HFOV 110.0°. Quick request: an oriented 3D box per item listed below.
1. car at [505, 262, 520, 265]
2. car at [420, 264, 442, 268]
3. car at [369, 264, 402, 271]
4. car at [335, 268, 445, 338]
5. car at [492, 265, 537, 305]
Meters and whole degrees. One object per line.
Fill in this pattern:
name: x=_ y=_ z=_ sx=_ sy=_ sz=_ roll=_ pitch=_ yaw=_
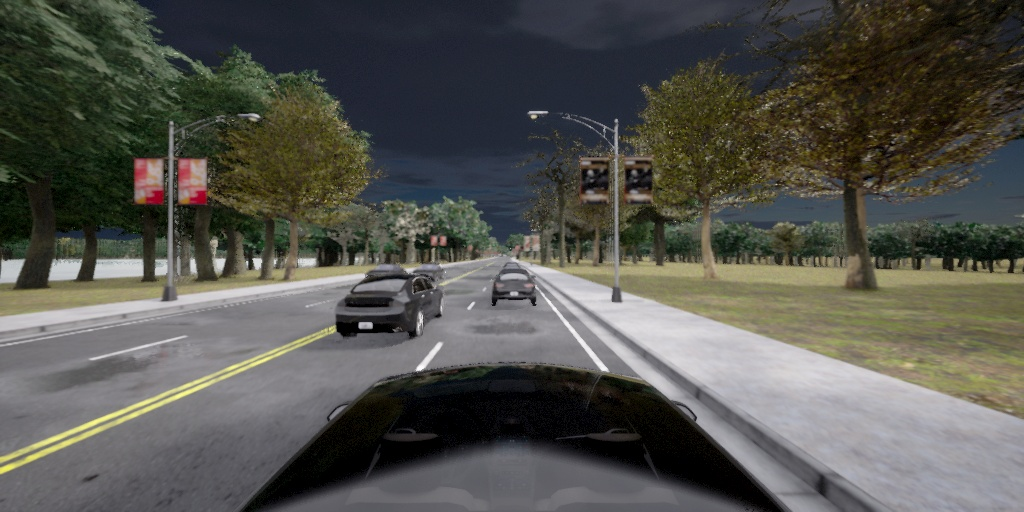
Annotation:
car: x=-0.013 y=1.340 z=36.455 sx=1.994 sy=1.385 sz=4.181 roll=0 pitch=0 yaw=0
car: x=-6.666 y=1.317 z=28.829 sx=2.033 sy=1.411 sz=5.357 roll=0 pitch=0 yaw=0
car: x=-9.913 y=1.317 z=28.506 sx=2.033 sy=1.411 sz=5.357 roll=0 pitch=0 yaw=0
car: x=-3.158 y=1.258 z=10.151 sx=1.837 sy=1.490 sz=4.892 roll=0 pitch=0 yaw=0
car: x=0.081 y=1.282 z=15.960 sx=1.812 sy=1.442 sz=4.674 roll=0 pitch=0 yaw=0
